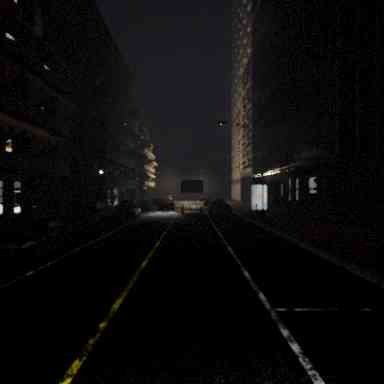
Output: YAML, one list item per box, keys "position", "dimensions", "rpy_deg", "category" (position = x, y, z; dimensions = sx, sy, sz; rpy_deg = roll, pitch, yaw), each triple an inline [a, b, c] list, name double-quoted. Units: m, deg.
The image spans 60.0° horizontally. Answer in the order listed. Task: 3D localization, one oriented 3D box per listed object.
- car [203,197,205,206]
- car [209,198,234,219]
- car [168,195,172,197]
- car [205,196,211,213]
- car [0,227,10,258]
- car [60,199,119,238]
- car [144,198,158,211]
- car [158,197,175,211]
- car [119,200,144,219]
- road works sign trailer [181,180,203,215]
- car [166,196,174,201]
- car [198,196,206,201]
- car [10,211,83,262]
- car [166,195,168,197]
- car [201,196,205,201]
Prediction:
- position: [2.687, 1.589, 40.406]
  dimensions: [2.008, 1.369, 4.403]
  rpy_deg: [0, 0, 0]
  category: "car"
- position: [2.688, 1.552, 29.279]
  dimensions: [1.752, 1.417, 4.829]
  rpy_deg: [0, 0, 0]
  category: "car"
- position: [-5.696, 1.537, 79.945]
  dimensions: [1.967, 1.590, 4.097]
  rpy_deg: [0, 0, 0]
  category: "car"
- position: [2.688, 1.472, 34.756]
  dimensions: [1.967, 1.590, 4.097]
  rpy_deg: [0, 0, 0]
  category: "car"
- position: [-5.691, 1.587, 6.513]
  dimensions: [1.802, 1.307, 4.206]
  rpy_deg: [0, 0, 0]
  category: "car"
- position: [-5.693, 1.331, 17.811]
  dimensions: [2.192, 1.841, 5.009]
  rpy_deg: [0, 0, 0]
  category: "car"
- position: [-5.693, 1.589, 40.405]
  dimensions: [2.008, 1.369, 4.403]
  rpy_deg: [0, 0, 0]
  category: "car"
- position: [-3.096, 1.640, 40.884]
  dimensions: [1.895, 1.301, 4.718]
  rpy_deg: [0, 0, 0]
  category: "car"
- position: [-5.692, 1.467, 29.109]
  dimensions: [1.967, 1.590, 4.097]
  rpy_deg: [0, 0, 0]
  category: "car"
- position: [-0.002, 0.497, 34.916]
  dimensions: [2.380, 3.560, 2.880]
  rpy_deg: [0, 0, 0]
  category: "road works sign trailer"
- position: [-5.696, 1.689, 85.593]
  dimensions: [1.802, 1.307, 4.206]
  rpy_deg: [0, 0, 0]
  category: "car"
- position: [2.684, 1.668, 91.243]
  dimensions: [2.008, 1.369, 4.403]
  rpy_deg: [0, 0, 0]
  category: "car"
- position: [-5.691, 1.593, 12.162]
  dimensions: [1.802, 1.307, 4.206]
  rpy_deg: [0, 0, 0]
  category: "car"
- position: [-5.694, 1.586, 57.181]
  dimensions: [1.752, 1.417, 4.829]
  rpy_deg: [0, 0, 0]
  category: "car"
- position: [2.687, 1.618, 51.703]
  dimensions: [1.947, 1.339, 4.313]
  rpy_deg: [0, 0, 0]
  category: "car"
